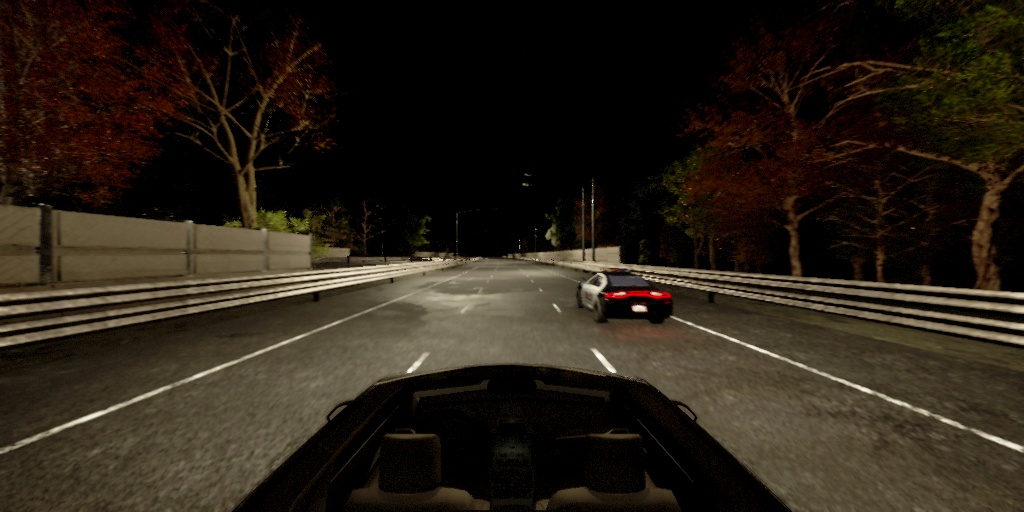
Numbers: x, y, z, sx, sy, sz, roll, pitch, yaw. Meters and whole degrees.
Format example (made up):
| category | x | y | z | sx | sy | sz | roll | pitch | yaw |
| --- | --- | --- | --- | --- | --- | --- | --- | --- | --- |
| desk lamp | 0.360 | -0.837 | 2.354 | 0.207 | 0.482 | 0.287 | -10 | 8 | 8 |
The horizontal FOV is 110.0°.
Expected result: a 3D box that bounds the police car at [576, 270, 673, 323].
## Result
| category | x | y | z | sx | sy | sz | roll | pitch | yaw |
| --- | --- | --- | --- | --- | --- | --- | --- | --- | --- |
| police car | 3.468 | 1.259 | 12.182 | 2.038 | 1.542 | 4.974 | 0 | 0 | 0 |
